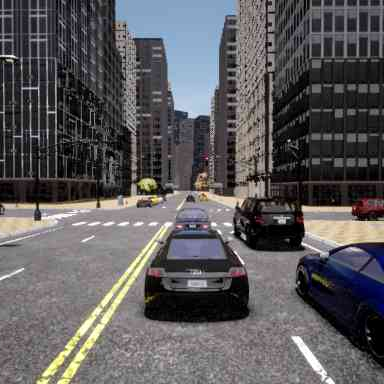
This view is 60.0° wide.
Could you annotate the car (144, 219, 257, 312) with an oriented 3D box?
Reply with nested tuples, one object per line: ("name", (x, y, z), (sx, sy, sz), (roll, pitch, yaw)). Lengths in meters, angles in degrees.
("car", (0.066, 1.560, 7.793), (1.994, 1.385, 4.181), (0, 0, -1))

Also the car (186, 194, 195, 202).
("car", (-0.317, 1.436, 72.419), (1.837, 1.490, 4.892), (0, 0, 0))

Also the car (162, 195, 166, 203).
("car", (-6.837, 1.469, 66.565), (1.812, 1.442, 4.674), (0, 0, 0))

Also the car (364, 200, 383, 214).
("car", (21.643, 1.643, 36.245), (4.829, 1.417, 1.752), (1, 0, 1))

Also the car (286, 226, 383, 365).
("car", (3.333, 1.561, 5.823), (1.994, 1.385, 4.181), (0, 0, -1))

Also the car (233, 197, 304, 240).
("car", (3.305, 1.213, 15.244), (2.150, 2.045, 5.566), (0, 0, -2))

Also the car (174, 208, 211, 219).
("car", (0.021, 1.538, 17.014), (2.033, 1.411, 5.357), (0, 0, 0))

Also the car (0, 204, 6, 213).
("car", (-19.946, 1.345, 30.949), (4.892, 1.490, 1.837), (1, 1, 1))

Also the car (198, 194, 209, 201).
("car", (2.887, 1.396, 78.661), (1.882, 1.535, 5.008), (0, 0, 0))

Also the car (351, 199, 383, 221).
("car", (16.073, 1.520, 27.932), (5.009, 1.841, 2.192), (1, 0, 1))

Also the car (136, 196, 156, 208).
("car", (-6.813, 1.529, 48.188), (1.994, 1.385, 4.181), (0, 0, 0))

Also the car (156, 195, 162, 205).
("car", (-6.846, 1.433, 57.117), (1.882, 1.535, 5.008), (0, 0, 0))

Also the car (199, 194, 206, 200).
("car", (2.838, 1.242, 89.078), (1.837, 1.490, 4.892), (0, 0, 0))

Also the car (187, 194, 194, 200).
("car", (-0.414, 1.387, 89.482), (1.882, 1.535, 5.008), (0, 0, 0))
